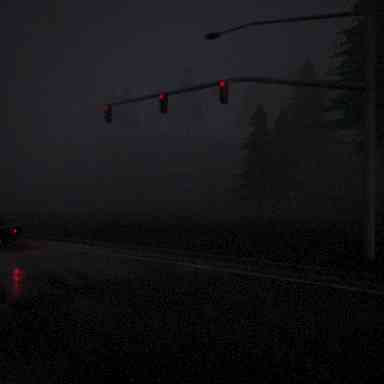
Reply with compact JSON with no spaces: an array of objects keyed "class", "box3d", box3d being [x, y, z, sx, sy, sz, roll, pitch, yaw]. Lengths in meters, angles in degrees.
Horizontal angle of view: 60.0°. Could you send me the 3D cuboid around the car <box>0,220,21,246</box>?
[{"class":"car","box3d":[-9.333,1.602,13.749,4.718,1.301,1.895,0,0,29]}]
